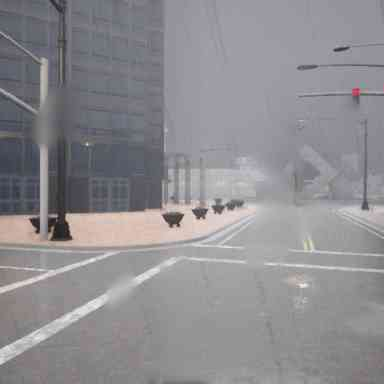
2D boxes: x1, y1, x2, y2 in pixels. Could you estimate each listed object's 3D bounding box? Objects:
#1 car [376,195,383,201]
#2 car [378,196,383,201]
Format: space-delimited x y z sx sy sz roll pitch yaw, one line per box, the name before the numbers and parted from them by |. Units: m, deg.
car | 48.325 1.435 81.848 2.128 1.511 4.902 0 0 -27
car | 46.499 1.439 78.036 1.812 1.442 4.674 0 0 -34
